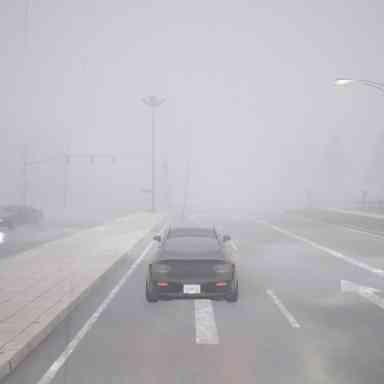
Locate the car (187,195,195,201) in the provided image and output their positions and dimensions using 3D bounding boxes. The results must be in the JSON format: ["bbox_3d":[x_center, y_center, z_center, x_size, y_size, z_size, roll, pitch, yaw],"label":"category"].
[{"bbox_3d":[-0.326,1.553,84.812,1.994,1.385,4.181,0,0,-1],"label":"car"}]

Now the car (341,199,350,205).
[{"bbox_3d":[27.186,1.564,55.362,4.181,1.385,1.994,0,0,-1],"label":"car"}]

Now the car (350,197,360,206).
[{"bbox_3d":[27.775,1.526,51.864,4.674,1.442,1.812,0,0,0],"label":"car"}]

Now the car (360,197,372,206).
[{"bbox_3d":[27.601,1.601,48.364,4.718,1.301,1.895,0,0,0],"label":"car"}]

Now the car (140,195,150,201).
[{"bbox_3d":[-11.805,1.553,83.305,1.994,1.385,4.181,0,0,-1],"label":"car"}]

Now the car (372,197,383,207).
[{"bbox_3d":[27.503,1.352,44.867,4.553,1.767,2.097,0,0,0],"label":"car"}]

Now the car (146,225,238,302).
[{"bbox_3d":[0.000,1.526,8.106,1.812,1.442,4.674,0,0,0],"label":"car"}]

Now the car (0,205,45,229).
[{"bbox_3d":[-11.561,1.547,21.660,2.033,1.411,5.357,0,0,1],"label":"car"}]

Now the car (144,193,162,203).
[{"bbox_3d":[-8.084,1.356,68.991,2.097,1.767,4.553,0,0,-1],"label":"car"}]

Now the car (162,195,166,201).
[{"bbox_3d":[-8.315,1.478,83.989,1.882,1.535,5.008,0,0,-1],"label":"car"}]

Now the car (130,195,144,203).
[{"bbox_3d":[-11.583,1.524,68.869,1.812,1.442,4.674,0,0,-1],"label":"car"}]

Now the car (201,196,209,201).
[{"bbox_3d":[3.212,1.595,82.339,1.895,1.301,4.718,0,0,-1],"label":"car"}]
